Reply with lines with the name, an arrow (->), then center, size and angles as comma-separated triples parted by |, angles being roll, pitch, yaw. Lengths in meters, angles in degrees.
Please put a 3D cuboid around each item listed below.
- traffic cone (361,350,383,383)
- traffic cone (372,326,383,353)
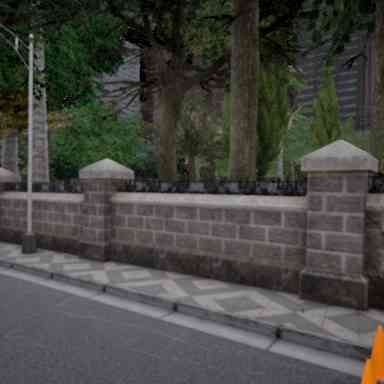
traffic cone -> 1.756, 1.957, 3.298 | 0.340, 0.580, 0.340 | 0, 0, 35
traffic cone -> 2.327, 1.957, 4.119 | 0.340, 0.580, 0.340 | 0, 0, 35
